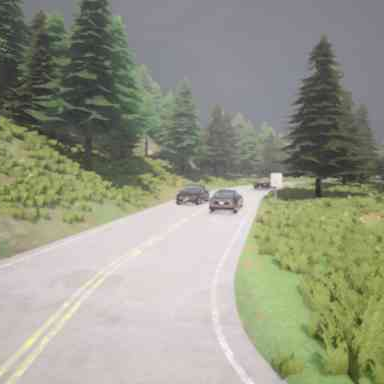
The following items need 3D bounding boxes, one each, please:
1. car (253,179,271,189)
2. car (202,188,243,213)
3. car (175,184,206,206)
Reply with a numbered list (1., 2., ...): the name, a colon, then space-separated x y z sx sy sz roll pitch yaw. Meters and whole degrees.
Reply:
1. car: 9.411 -1.050 42.411 1.895 1.301 4.718 2 5 30
2. car: 2.442 0.542 23.161 2.033 1.411 5.357 2 5 14
3. car: 0.109 0.179 26.657 1.837 1.490 4.892 2 5 15
